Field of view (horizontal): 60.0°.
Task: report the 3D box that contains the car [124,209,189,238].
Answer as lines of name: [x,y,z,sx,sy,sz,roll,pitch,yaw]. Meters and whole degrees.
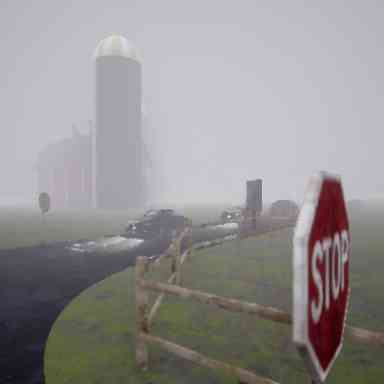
car: [-1.840,1.684,18.827,1.994,1.385,4.181,0,0,35]

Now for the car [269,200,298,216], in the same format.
car: [9.875,1.679,35.681,1.837,1.490,4.892,0,0,35]

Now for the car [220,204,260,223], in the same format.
car: [3.954,1.709,27.171,1.994,1.385,4.181,0,0,35]

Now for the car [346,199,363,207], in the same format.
car: [26.800,1.793,54.911,2.033,1.411,5.357,0,0,35]
